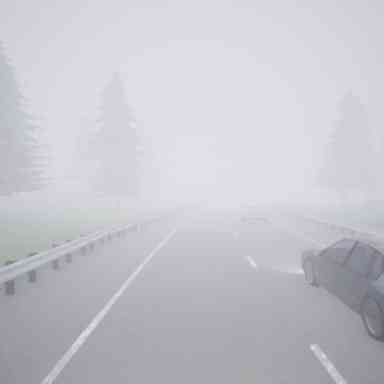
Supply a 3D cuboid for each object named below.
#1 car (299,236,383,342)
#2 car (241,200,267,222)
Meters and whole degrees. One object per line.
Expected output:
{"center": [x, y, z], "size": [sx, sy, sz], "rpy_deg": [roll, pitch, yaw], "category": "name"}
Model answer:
{"center": [3.705, 1.581, 6.441], "size": [2.033, 1.411, 5.357], "rpy_deg": [0, 0, 2], "category": "car"}
{"center": [4.997, 1.653, 27.201], "size": [1.812, 1.442, 4.674], "rpy_deg": [0, 0, 5], "category": "car"}
